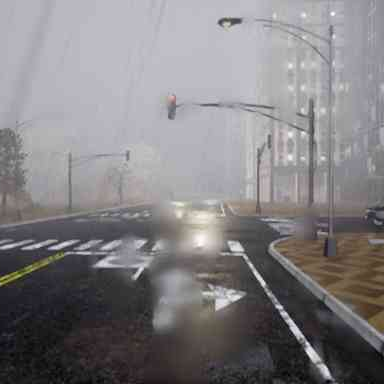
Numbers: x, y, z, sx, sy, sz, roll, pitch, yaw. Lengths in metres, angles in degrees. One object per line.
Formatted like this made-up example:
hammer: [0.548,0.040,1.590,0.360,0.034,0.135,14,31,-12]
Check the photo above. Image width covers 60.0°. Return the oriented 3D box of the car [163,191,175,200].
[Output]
car: [-5.019,0.779,73.996,2.150,2.045,5.566,0,0,4]

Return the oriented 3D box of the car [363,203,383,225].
car: [13.104,1.336,20.206,4.902,1.511,2.128,0,0,5]
